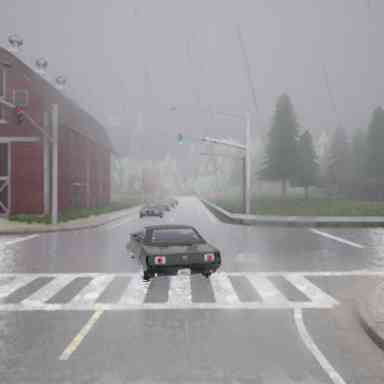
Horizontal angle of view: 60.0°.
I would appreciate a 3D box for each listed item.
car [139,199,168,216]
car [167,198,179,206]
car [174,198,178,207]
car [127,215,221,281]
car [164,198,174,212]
[{"bbox_3d":[-3.598,1.657,30.539,1.994,1.385,4.181,0,0,0],"label":"car"},{"bbox_3d":[-3.499,1.785,60.940,1.895,1.301,4.718,0,0,0],"label":"car"},{"bbox_3d":[-3.560,1.658,50.633,1.837,1.490,4.892,0,0,0],"label":"car"},{"bbox_3d":[-0.797,1.618,10.020,1.895,1.301,4.718,0,0,-16],"label":"car"},{"bbox_3d":[-3.591,1.628,40.561,1.837,1.490,4.892,0,0,0],"label":"car"}]
